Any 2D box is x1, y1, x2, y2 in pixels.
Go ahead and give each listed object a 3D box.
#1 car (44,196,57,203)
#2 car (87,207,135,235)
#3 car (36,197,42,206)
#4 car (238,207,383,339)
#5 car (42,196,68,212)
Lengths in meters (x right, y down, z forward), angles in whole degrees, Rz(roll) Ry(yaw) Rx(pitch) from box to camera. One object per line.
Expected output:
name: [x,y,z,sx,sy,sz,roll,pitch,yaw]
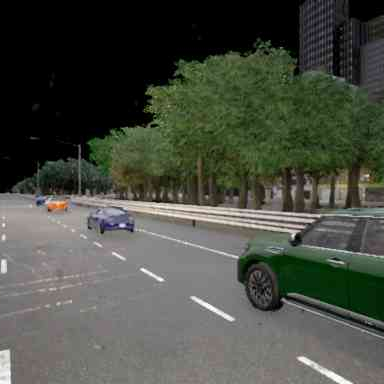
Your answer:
car: [-31.569,1.576,74.325,1.837,1.490,4.892,0,0,-11]
car: [-4.715,1.555,19.060,1.812,1.442,4.674,0,0,-29]
car: [-25.010,1.551,55.654,1.882,1.535,5.008,0,0,-25]
car: [3.057,1.230,5.270,2.150,2.045,5.566,0,0,-29]
car: [-16.089,1.393,39.253,2.097,1.767,4.553,0,0,-29]
